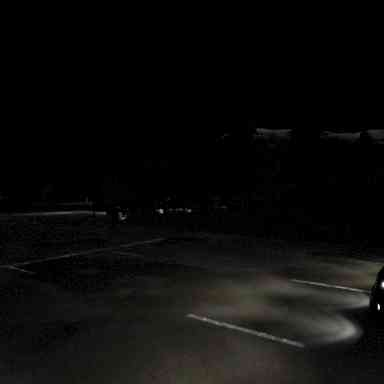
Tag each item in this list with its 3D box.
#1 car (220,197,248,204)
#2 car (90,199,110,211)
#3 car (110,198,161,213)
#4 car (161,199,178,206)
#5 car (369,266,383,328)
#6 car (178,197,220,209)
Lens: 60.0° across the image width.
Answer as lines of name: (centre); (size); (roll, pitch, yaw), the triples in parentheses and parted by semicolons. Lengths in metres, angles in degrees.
car: (6.421, 1.461, 52.117); (5.357, 1.411, 2.033); (0, 0, -34)
car: (-9.278, 1.494, 38.340); (1.895, 1.301, 4.718); (0, 0, 43)
car: (-6.119, 1.413, 36.535); (1.837, 1.490, 4.892); (0, 0, 43)
car: (-2.825, 1.425, 44.716); (4.674, 1.442, 1.812); (0, 0, -42)
car: (5.064, 1.352, 4.633); (4.553, 1.767, 2.097); (0, 0, 36)
car: (0.986, 1.422, 43.437); (4.892, 1.490, 1.837); (0, 0, -40)
